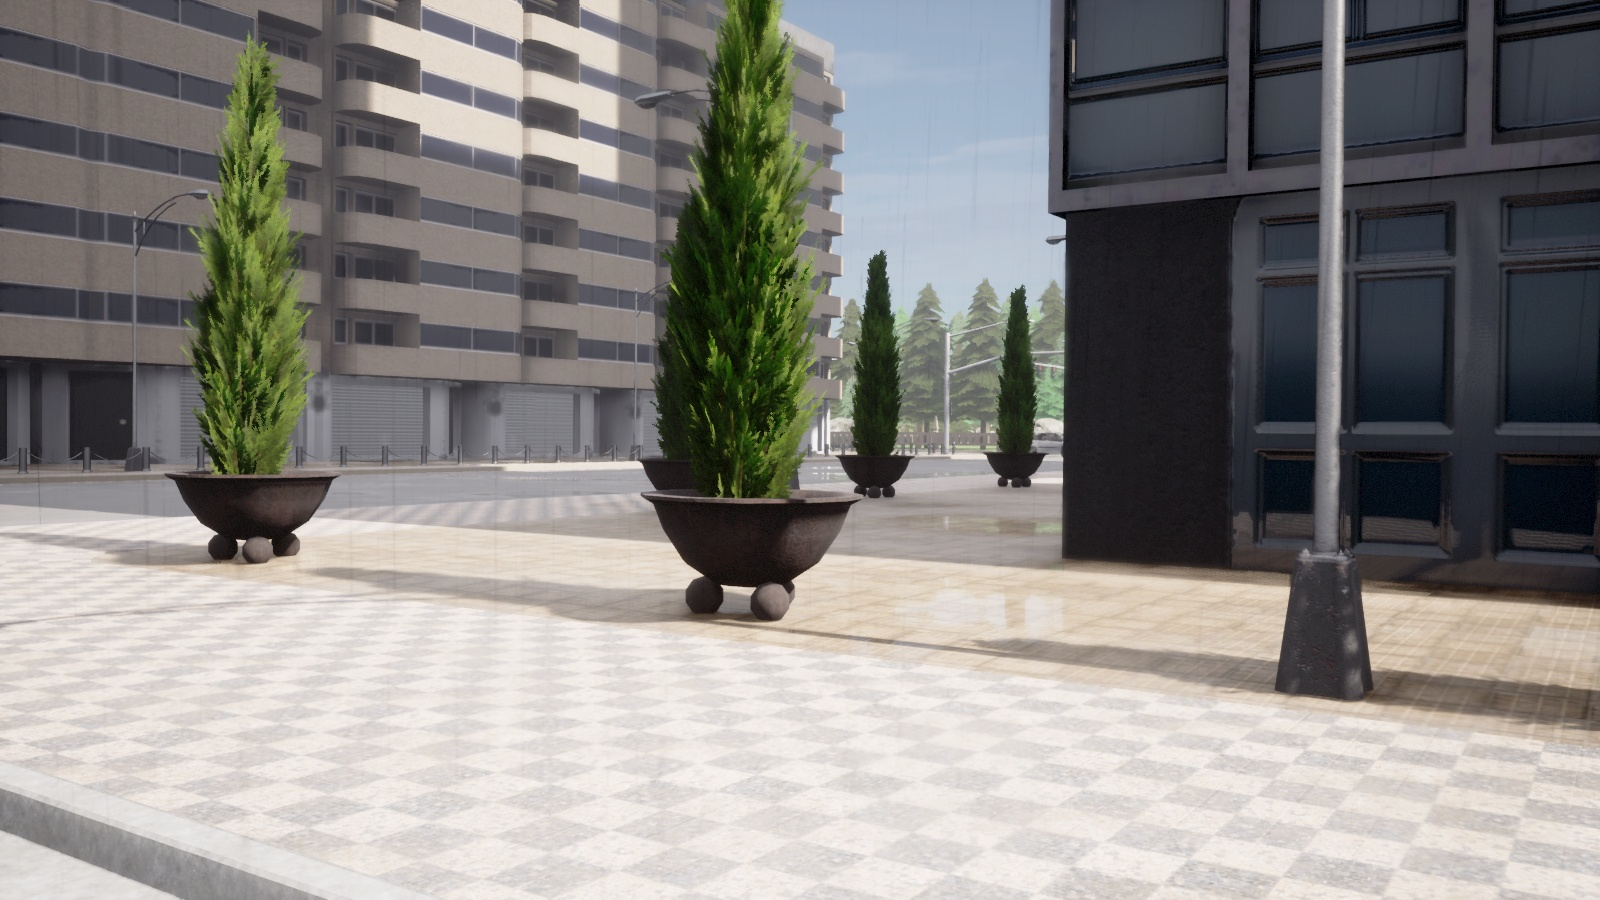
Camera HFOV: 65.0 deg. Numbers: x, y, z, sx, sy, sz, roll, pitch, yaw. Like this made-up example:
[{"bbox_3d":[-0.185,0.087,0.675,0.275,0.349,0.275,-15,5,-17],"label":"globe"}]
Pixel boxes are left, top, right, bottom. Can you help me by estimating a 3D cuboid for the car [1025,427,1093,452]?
[{"bbox_3d":[16.955,-0.692,82.219,3.988,1.617,1.851,0,1,34],"label":"car"}]
